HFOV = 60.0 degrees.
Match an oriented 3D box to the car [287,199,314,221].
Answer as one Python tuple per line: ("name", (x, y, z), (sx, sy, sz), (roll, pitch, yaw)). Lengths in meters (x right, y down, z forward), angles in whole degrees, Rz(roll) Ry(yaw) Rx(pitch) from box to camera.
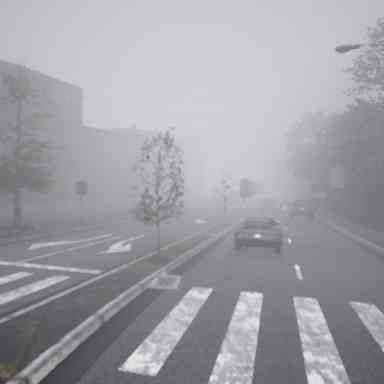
("car", (10.966, 1.676, 33.633), (2.150, 2.045, 5.566), (1, 1, 14))

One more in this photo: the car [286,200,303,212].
("car", (14.062, 1.874, 45.781), (1.895, 1.301, 4.718), (1, 1, 14))

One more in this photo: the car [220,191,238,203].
("car", (6.660, 0.998, 62.785), (2.435, 2.045, 5.566), (2, 1, 15))

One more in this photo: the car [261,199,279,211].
("car", (9.899, 1.611, 42.181), (2.097, 1.767, 4.553), (1, 1, 14))

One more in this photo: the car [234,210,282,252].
("car", (3.106, 1.774, 15.329), (1.994, 1.385, 4.181), (1, -1, 14))
